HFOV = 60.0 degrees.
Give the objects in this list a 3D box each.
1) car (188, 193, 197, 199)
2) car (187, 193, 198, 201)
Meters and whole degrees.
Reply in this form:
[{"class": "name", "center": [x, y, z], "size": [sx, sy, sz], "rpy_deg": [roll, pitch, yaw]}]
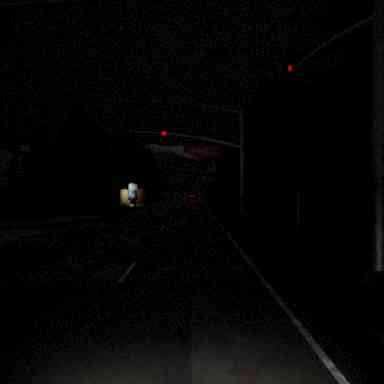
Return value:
[{"class": "car", "center": [0.095, 0.834, 72.568], "size": [1.895, 1.301, 4.718], "rpy_deg": [0, 1, 0]}, {"class": "car", "center": [0.082, 0.910, 62.154], "size": [1.837, 1.490, 4.892], "rpy_deg": [0, 1, 0]}]
